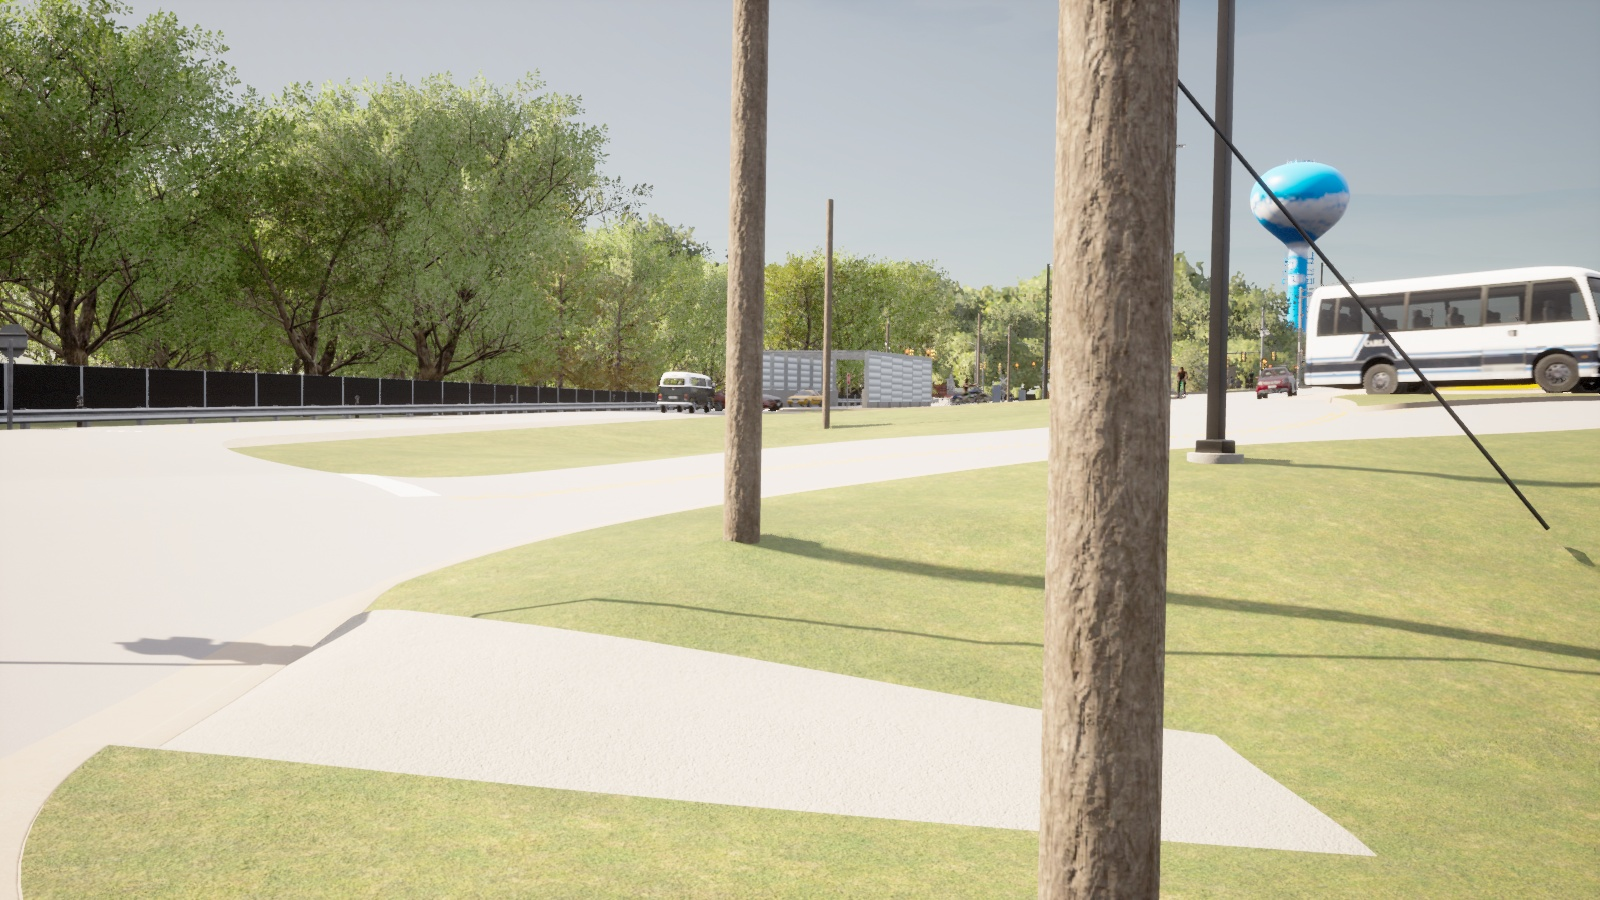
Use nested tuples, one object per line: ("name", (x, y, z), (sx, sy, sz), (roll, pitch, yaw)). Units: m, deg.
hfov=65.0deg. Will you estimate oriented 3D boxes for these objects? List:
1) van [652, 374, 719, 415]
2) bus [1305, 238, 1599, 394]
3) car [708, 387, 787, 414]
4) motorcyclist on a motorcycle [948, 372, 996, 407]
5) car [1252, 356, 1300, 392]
("van", (-5.819, -2.815, 64.340), (2.069, 2.038, 4.480), (0, 2, 14))
("bus", (23.044, -4.267, 42.661), (3.944, 4.253, 10.273), (1, 0, -38))
("car", (-3.013, -2.873, 72.428), (4.193, 1.474, 1.816), (1, 4, 30))
("motorcyclist on a motorcycle", (9.285, -3.262, 67.795), (2.350, 1.649, 0.766), (-4, 2, 32))
("car", (24.020, -3.831, 63.341), (1.789, 1.549, 3.705), (-6, 1, 26))
